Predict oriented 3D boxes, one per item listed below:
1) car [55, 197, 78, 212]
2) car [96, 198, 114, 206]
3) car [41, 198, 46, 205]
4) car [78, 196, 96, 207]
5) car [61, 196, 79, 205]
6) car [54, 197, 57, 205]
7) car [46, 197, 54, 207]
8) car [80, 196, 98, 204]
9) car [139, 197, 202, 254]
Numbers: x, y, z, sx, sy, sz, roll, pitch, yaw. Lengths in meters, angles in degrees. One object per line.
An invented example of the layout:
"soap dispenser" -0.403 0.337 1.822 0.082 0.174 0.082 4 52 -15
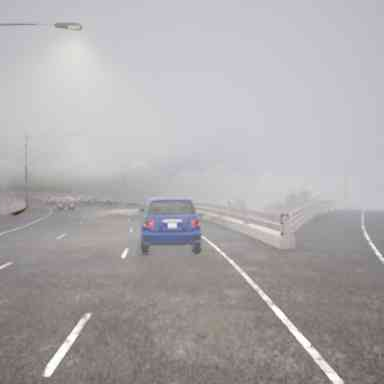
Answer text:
"car" -15.267 1.636 40.260 1.895 1.301 4.718 -1 0 -22
"car" -14.478 1.599 54.956 1.895 1.301 4.718 -1 0 -31
"car" -25.616 1.649 59.716 1.994 1.385 4.181 -1 0 -36
"car" -17.442 1.378 53.105 2.097 1.767 4.553 -1 0 -31
"car" -22.710 1.583 61.666 1.812 1.442 4.674 -1 0 -36
"car" -17.572 1.547 45.808 1.837 1.490 4.892 -1 0 -26
"car" -22.041 1.538 54.102 1.882 1.535 5.008 -1 0 -31
"car" -19.805 1.546 63.617 1.812 1.442 4.674 -1 0 -36
"car" -0.965 1.200 13.627 2.150 2.045 5.566 0 0 -7
